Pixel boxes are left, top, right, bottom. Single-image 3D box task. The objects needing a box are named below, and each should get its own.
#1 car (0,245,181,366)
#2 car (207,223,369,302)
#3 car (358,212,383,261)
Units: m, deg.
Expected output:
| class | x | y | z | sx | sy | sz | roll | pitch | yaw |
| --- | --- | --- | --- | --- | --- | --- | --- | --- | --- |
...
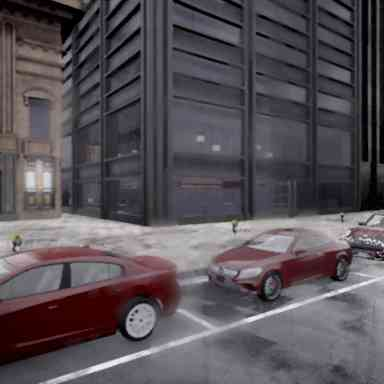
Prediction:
| class | x | y | z | sx | sy | sz | roll | pitch | yaw |
| --- | --- | --- | --- | --- | --- | --- | --- | --- | --- |
| car | -2.291 | 1.543 | 4.898 | 4.507 | 1.381 | 1.887 | 0 | 0 | -35 |
| car | 2.300 | 1.567 | 8.172 | 4.206 | 1.307 | 1.802 | 0 | 0 | -35 |
| car | 6.892 | 1.412 | 11.447 | 4.097 | 1.590 | 1.967 | 0 | 0 | -35 |
